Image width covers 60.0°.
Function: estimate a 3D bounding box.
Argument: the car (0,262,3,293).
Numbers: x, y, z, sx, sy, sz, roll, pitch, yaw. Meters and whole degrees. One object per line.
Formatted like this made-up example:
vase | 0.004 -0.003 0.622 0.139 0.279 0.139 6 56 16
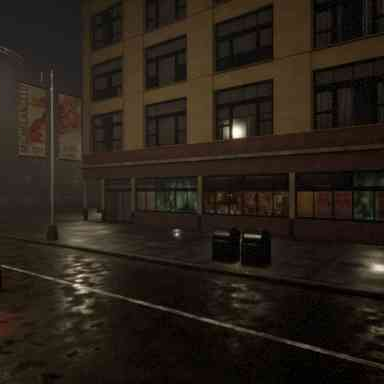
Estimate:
car | -5.825 1.564 7.717 1.994 1.385 4.181 0 0 -40
